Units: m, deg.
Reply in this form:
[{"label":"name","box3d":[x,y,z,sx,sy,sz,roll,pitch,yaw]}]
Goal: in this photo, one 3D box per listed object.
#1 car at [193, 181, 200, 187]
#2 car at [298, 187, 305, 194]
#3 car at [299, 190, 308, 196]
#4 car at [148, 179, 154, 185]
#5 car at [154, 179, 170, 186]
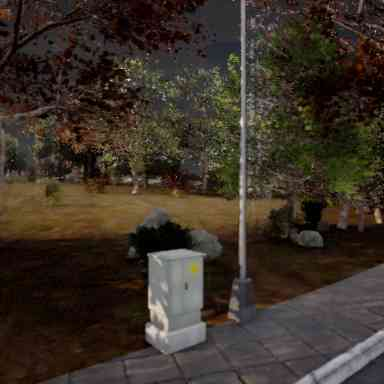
[{"label":"car","box3d":[2.318,-1.744,88.807,2.163,1.488,4.792,4,1,24]},{"label":"car","box3d":[25.083,-0.230,78.643,2.435,2.045,5.566,5,1,24]},{"label":"car","box3d":[30.387,0.165,90.562,2.002,1.452,4.674,5,1,24]},{"label":"car","box3d":[-10.416,-2.688,94.257,1.946,1.575,5.366,4,1,24]},{"label":"car","box3d":[-7.824,-2.472,93.271,2.163,1.488,4.792,4,1,24]}]
